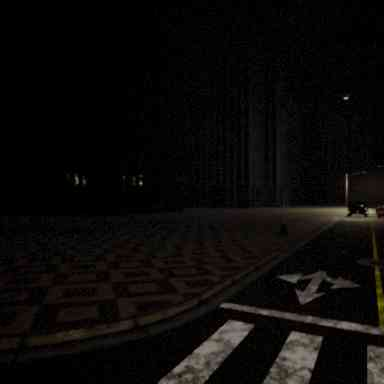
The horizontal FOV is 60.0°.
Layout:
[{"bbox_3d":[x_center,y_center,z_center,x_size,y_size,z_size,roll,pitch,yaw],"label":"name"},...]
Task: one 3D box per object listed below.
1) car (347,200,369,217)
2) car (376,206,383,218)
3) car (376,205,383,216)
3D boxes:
[{"bbox_3d":[20.884,2.044,41.811,2.150,2.045,5.566,0,-1,28],"label":"car"},{"bbox_3d":[22.571,2.368,38.525,1.895,1.301,4.718,0,-1,29],"label":"car"},{"bbox_3d":[26.305,2.507,45.587,1.895,1.301,4.718,0,-1,28],"label":"car"}]
